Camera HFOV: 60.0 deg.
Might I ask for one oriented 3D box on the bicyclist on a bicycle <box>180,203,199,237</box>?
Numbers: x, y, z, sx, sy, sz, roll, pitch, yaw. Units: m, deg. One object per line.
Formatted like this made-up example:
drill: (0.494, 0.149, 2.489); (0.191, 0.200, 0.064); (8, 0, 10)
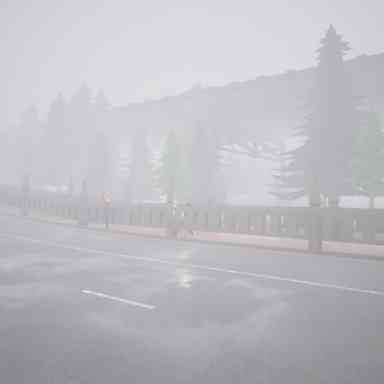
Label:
bicyclist on a bicycle: (-0.089, 1.346, 16.115); (0.582, 1.620, 1.656); (1, -3, 33)
